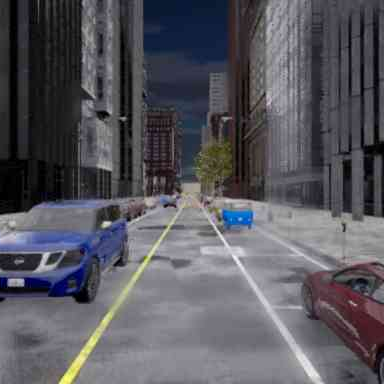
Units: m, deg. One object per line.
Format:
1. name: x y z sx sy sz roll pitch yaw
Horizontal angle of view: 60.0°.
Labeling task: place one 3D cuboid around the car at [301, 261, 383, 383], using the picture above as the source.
1. car: 2.856 1.593 4.550 1.802 1.307 4.206 0 0 0

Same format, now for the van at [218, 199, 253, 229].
1. van: 2.852 1.384 21.469 1.690 1.788 3.998 0 0 0

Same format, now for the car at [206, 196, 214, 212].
1. car: 2.853 1.579 38.594 1.752 1.417 4.829 0 0 1

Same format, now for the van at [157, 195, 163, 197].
1. van: -5.687 1.414 60.961 1.690 1.788 3.998 0 0 0

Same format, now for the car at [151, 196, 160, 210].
1. car: -5.682 1.582 43.837 1.752 1.417 4.829 0 0 1

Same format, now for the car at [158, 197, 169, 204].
1. car: -5.689 1.649 66.600 1.947 1.339 4.313 0 0 0

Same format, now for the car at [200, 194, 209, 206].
1. car: 2.840 1.504 55.310 1.967 1.590 4.097 0 0 0

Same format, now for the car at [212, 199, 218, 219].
1. car: 2.851 1.573 27.281 1.752 1.417 4.829 0 0 0

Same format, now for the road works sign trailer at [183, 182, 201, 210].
1. road works sign trailer: -0.015 0.520 43.251 2.380 3.560 2.880 0 0 0

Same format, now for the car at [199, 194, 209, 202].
1. car: 2.832 1.427 77.867 2.192 1.841 5.009 0 0 0

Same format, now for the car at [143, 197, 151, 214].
1. car: -5.678 1.368 32.769 2.192 1.841 5.009 0 0 0

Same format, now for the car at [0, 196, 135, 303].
1. car: -3.100 1.241 8.628 2.150 2.045 5.566 0 0 0

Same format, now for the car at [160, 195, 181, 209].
1. car: -3.097 1.605 48.072 2.033 1.411 5.357 0 0 0

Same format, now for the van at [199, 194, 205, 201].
1. van: 2.826 1.500 94.786 1.690 1.788 3.998 0 0 0

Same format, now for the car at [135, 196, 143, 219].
1. car: -5.676 1.363 27.129 2.192 1.841 5.009 0 0 0

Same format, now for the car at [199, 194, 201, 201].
1. car: 2.838 1.513 60.949 1.967 1.590 4.097 0 0 0

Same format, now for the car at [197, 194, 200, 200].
1. car: 2.834 1.412 72.229 2.192 1.841 5.009 0 0 0
